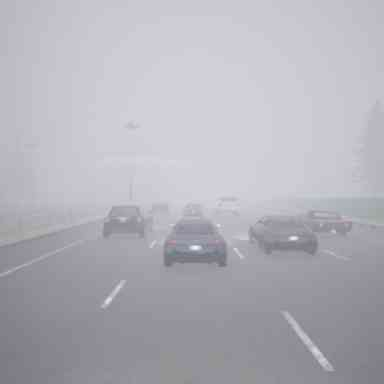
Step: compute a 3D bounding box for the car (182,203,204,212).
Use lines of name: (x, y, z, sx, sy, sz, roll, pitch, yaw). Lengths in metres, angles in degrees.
car: (0.104, 1.693, 30.132, 2.033, 1.411, 5.357, 0, 0, 0)

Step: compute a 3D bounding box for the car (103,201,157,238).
car: (-3.397, 1.438, 18.500, 2.097, 1.767, 4.553, 0, 0, 0)

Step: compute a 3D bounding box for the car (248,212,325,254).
car: (3.602, 1.625, 13.807, 1.994, 1.385, 4.181, 0, 0, 0)

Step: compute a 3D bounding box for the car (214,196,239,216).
car: (3.605, 1.392, 35.024, 2.150, 2.045, 5.566, 0, 0, 0)

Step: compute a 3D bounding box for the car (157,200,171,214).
car: (-3.394, 1.660, 37.236, 1.882, 1.535, 5.008, 0, 0, 0)

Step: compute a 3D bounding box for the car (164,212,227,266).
car: (0.102, 1.615, 11.748, 1.994, 1.385, 4.181, 0, 0, 0)

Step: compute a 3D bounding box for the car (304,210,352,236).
car: (7.103, 1.688, 18.889, 1.895, 1.301, 4.718, 0, 0, 0)
